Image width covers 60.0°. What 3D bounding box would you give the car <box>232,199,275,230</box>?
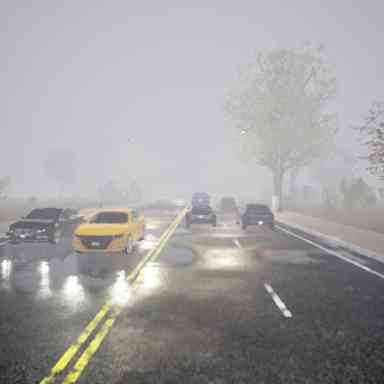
[{"bbox_3d":[3.821,1.422,20.601,1.837,1.490,4.892,0,0,2],"label":"car"}]

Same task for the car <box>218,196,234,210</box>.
[{"bbox_3d":[4.280,1.312,40.352,1.837,1.490,4.892,0,1,1],"label":"car"}]

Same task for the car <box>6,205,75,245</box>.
[{"bbox_3d":[-6.260,1.390,14.869,1.837,1.490,4.892,0,0,2],"label":"car"}]

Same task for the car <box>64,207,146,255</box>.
[{"bbox_3d":[-3.052,1.391,13.223,1.882,1.535,5.008,0,0,1],"label":"car"}]

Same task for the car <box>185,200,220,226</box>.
[{"bbox_3d":[0.601,1.452,22.218,1.994,1.385,4.181,0,0,1],"label":"car"}]

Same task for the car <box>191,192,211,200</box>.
[{"bbox_3d":[1.015,1.012,39.617,2.150,2.045,5.566,0,0,1],"label":"car"}]
